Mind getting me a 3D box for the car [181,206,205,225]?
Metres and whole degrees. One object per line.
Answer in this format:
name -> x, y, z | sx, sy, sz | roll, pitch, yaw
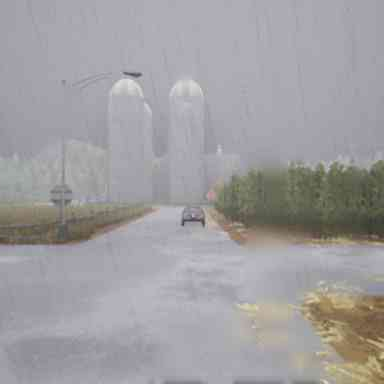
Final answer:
car -> 0.100, 1.871, 27.349 | 2.033, 1.411, 5.357 | 0, -1, 0
